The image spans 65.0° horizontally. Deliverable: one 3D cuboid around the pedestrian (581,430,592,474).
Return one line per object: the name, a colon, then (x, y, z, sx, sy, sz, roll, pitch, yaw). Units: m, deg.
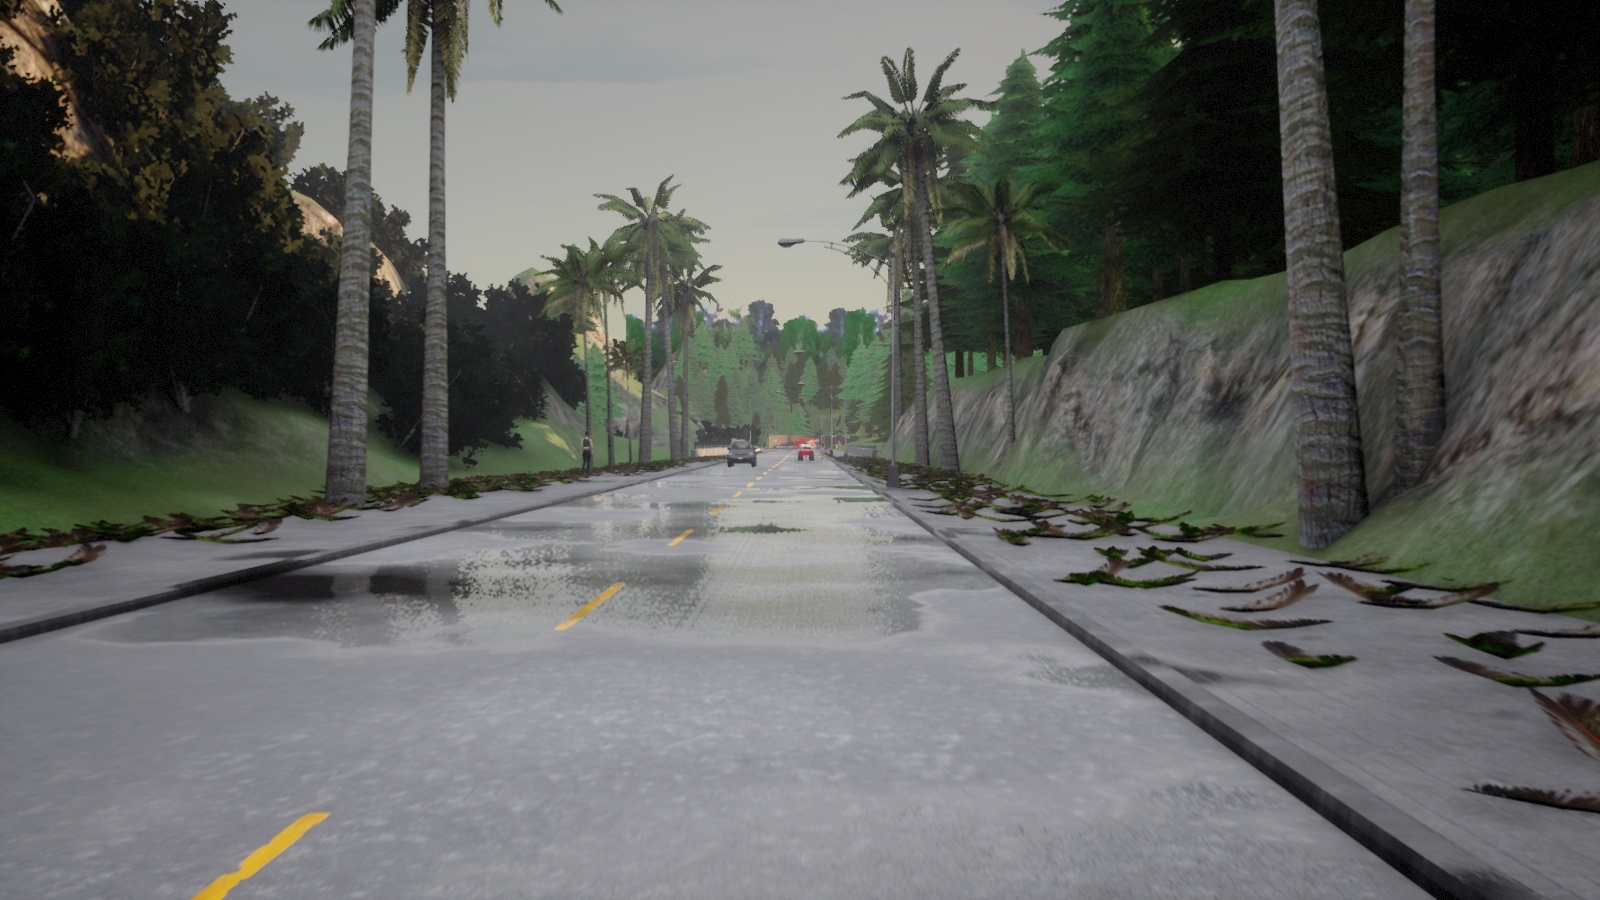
pedestrian: (-8.951, 0.078, 52.574, 0.345, 1.836, 0.594, 0, 0, 2)

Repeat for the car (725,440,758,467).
car: (-3.603, 0.203, 77.857, 1.851, 1.617, 3.988, 0, 0, 0)
